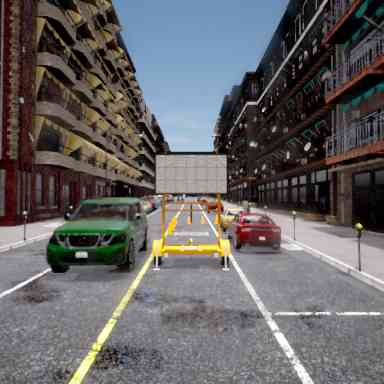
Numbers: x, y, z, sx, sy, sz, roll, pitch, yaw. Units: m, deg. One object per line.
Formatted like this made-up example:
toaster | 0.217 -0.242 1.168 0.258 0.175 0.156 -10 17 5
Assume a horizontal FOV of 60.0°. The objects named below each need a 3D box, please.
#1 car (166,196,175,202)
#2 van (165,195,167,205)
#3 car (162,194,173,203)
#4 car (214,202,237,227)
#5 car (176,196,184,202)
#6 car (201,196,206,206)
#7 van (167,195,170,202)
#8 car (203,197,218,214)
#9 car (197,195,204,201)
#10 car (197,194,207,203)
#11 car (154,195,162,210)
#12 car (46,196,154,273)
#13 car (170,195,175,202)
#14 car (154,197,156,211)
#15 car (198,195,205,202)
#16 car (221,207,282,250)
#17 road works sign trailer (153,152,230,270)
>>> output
car | -5.473 1.820 86.285 1.947 1.339 4.313 1 0 0
van | -5.398 1.452 53.101 1.690 1.788 3.998 2 0 0
car | -5.443 1.516 75.224 2.192 1.841 5.009 1 0 0
car | 2.546 1.551 20.044 1.752 1.417 4.829 1 0 0
car | -2.922 1.734 83.775 2.128 1.511 4.902 0 0 0
car | 2.500 1.628 41.996 2.008 1.369 4.403 1 0 0
van | -5.410 1.473 58.633 1.690 1.788 3.998 1 0 0
car | 2.511 1.608 36.464 1.887 1.381 4.507 1 0 0
car | 2.365 1.723 91.774 1.967 1.590 4.097 1 0 0
car | 2.391 1.541 80.712 2.192 1.841 5.009 1 0 0
car | -5.374 1.393 42.043 2.192 1.841 5.009 2 0 0
car | -2.771 1.233 11.098 2.150 2.045 5.566 0 0 0
car | -5.432 1.492 69.694 2.192 1.841 5.009 1 0 0
car | -5.368 1.588 36.341 1.752 1.417 4.829 2 0 0
car | 2.466 1.676 58.587 1.887 1.381 4.507 1 0 0
car | 2.557 1.561 14.342 1.887 1.381 4.507 1 0 0
road works sign trailer | -0.022 0.475 11.003 2.380 3.560 2.880 0 0 0
